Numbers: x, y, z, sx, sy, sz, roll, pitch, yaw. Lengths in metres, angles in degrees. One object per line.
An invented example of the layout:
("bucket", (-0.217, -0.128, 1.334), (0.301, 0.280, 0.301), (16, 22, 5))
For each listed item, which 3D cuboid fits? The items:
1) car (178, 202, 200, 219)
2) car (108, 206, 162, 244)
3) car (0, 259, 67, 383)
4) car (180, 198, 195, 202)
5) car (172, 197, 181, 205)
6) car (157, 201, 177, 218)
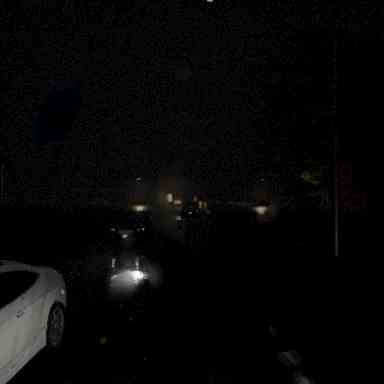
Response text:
("car", (-0.141, 2.039, 34.567), (1.994, 1.385, 4.181), (0, -1, 1))
("car", (-2.950, 1.718, 17.106), (2.128, 1.511, 4.902), (0, -1, 0))
("car", (-2.864, 1.575, 3.593), (1.812, 1.442, 4.674), (0, -1, -1))
("car", (-0.198, 2.000, 44.844), (2.097, 1.767, 4.553), (0, -1, 0))
("car", (-3.267, 2.241, 76.755), (2.150, 2.045, 5.566), (0, -1, 0))
("car", (-3.087, 2.048, 35.986), (2.033, 1.411, 5.357), (0, -1, 0))
